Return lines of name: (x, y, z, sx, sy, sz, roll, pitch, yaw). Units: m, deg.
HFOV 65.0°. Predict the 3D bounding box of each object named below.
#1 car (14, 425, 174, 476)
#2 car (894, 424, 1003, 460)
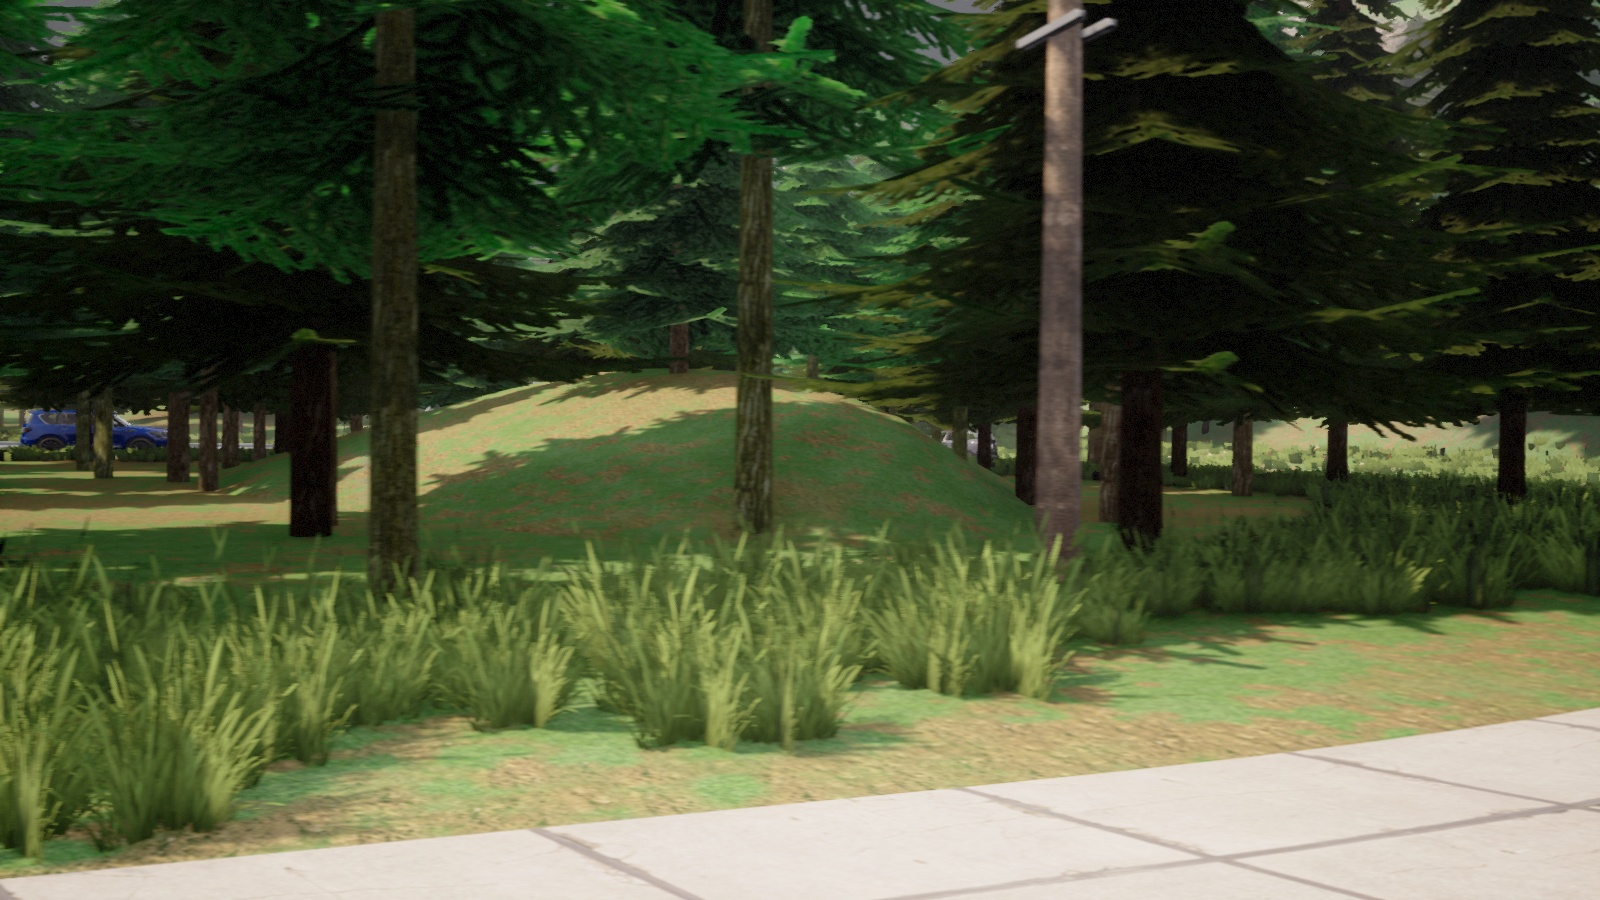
car: (-29.638, -0.006, 52.950, 5.566, 2.045, 2.150, -1, 1, -20)
car: (7.026, -0.385, 59.461, 4.611, 1.667, 2.242, 0, 1, 32)
